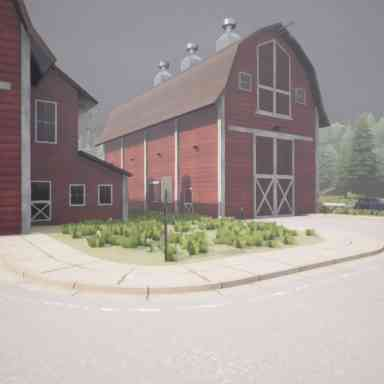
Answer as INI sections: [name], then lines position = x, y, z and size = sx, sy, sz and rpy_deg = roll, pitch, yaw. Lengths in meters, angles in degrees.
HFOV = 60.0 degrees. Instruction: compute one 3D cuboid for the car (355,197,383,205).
[car]
position = 20.145, 1.387, 36.102
size = 2.097, 1.767, 4.553
rpy_deg = 0, 0, -34
